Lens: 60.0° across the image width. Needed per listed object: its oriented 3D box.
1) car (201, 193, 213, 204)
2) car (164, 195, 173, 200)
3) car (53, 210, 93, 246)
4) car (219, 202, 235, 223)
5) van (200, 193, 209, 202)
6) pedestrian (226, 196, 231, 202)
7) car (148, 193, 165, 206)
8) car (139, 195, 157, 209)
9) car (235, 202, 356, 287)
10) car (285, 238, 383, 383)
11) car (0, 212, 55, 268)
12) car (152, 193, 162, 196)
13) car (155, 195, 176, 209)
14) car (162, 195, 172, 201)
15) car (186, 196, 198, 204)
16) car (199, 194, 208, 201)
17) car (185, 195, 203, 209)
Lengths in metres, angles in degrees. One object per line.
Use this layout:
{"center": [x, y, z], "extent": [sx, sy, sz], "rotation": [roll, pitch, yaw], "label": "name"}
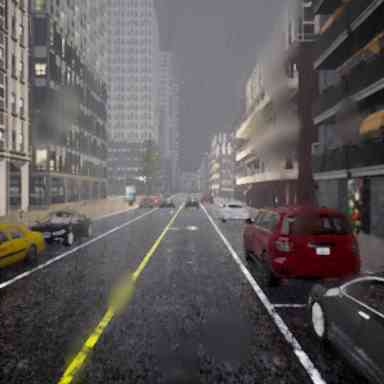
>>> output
{"center": [2.672, 1.139, 59.161], "extent": [2.192, 1.841, 5.009], "rotation": [0, 0, 0], "label": "car"}
{"center": [-5.714, 1.332, 81.057], "extent": [1.947, 1.339, 4.313], "rotation": [0, 0, 0], "label": "car"}
{"center": [-5.696, 1.503, 14.751], "extent": [2.008, 1.369, 4.403], "rotation": [0, 0, 0], "label": "car"}
{"center": [2.993, 1.450, 24.368], "extent": [1.812, 1.442, 4.674], "rotation": [0, 0, 0], "label": "car"}
{"center": [2.669, 1.135, 70.263], "extent": [1.690, 1.788, 3.998], "rotation": [0, 0, 0], "label": "van"}
{"center": [2.992, 1.209, 27.201], "extent": [0.375, 1.860, 0.375], "rotation": [0, 0, -1], "label": "pedestrian"}
{"center": [-5.707, 1.153, 53.606], "extent": [2.192, 1.841, 5.009], "rotation": [0, 0, 0], "label": "car"}
{"center": [-5.704, 1.451, 42.505], "extent": [1.802, 1.307, 4.206], "rotation": [0, 0, 0], "label": "car"}
{"center": [2.685, 1.285, 9.202], "extent": [2.192, 1.841, 5.009], "rotation": [0, 0, 0], "label": "car"}
{"center": [2.687, 1.539, 3.652], "extent": [2.008, 1.369, 4.403], "rotation": [0, 0, 0], "label": "car"}
{"center": [-5.695, 1.496, 9.030], "extent": [1.752, 1.417, 4.829], "rotation": [0, 0, 0], "label": "car"}
{"center": [-5.706, 1.294, 48.056], "extent": [1.967, 1.590, 4.097], "rotation": [0, 0, 0], "label": "car"}
{"center": [-3.096, 1.436, 41.977], "extent": [1.994, 1.385, 4.181], "rotation": [0, 0, 0], "label": "car"}
{"center": [-5.713, 1.346, 75.811], "extent": [1.947, 1.339, 4.313], "rotation": [0, 0, 0], "label": "car"}
{"center": [-0.015, 1.427, 58.148], "extent": [1.895, 1.301, 4.718], "rotation": [0, 0, 0], "label": "car"}
{"center": [2.667, 1.220, 75.814], "extent": [1.967, 1.590, 4.097], "rotation": [0, 0, 0], "label": "car"}
{"center": [0.035, 1.415, 43.310], "extent": [2.033, 1.411, 5.357], "rotation": [0, 0, 1], "label": "car"}
